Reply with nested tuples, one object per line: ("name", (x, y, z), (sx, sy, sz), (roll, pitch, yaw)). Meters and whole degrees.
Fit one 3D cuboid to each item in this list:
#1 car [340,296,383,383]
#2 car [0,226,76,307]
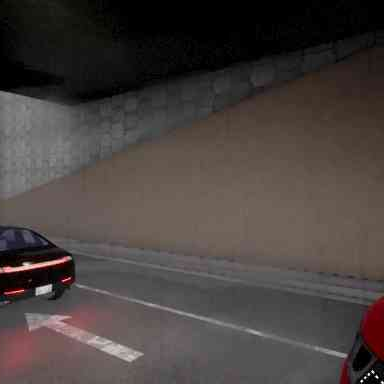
("car", (3.627, 1.222, 1.357), (5.566, 2.045, 2.150), (0, 0, 35))
("car", (-4.550, 1.491, 7.215), (4.902, 1.511, 2.128), (0, 0, 36))
